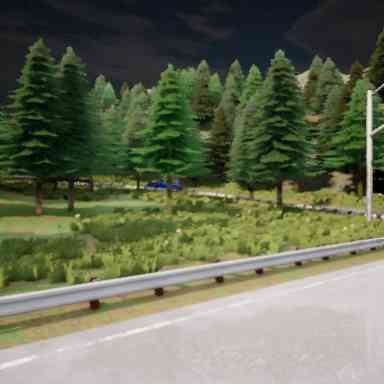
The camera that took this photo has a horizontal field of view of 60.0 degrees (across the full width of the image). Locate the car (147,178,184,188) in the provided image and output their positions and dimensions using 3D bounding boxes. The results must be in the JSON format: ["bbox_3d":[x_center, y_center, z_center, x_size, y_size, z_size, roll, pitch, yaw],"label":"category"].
[{"bbox_3d":[-3.901,-0.949,48.390,5.566,2.045,2.150,5,1,7],"label":"car"}]
